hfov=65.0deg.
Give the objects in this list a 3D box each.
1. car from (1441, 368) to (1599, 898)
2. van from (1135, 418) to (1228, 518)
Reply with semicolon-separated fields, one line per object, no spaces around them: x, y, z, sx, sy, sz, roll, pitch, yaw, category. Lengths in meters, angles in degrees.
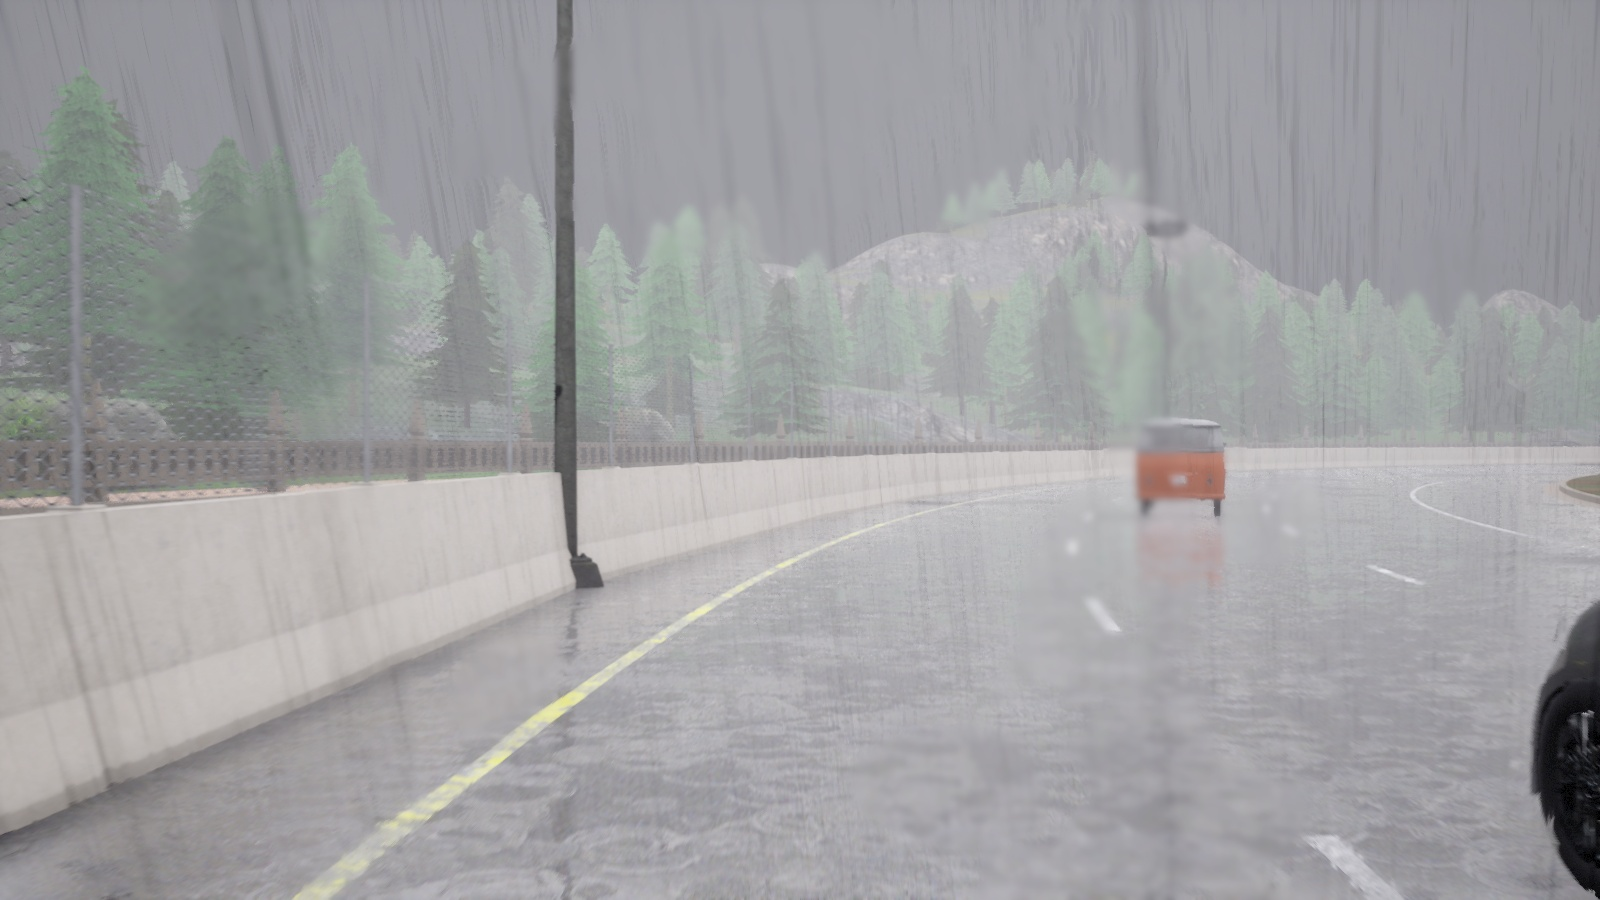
3.568;0.578;2.684;2.242;1.667;4.611;0;0;3;car
8.340;0.353;27.295;1.775;1.987;4.442;0;0;18;van
